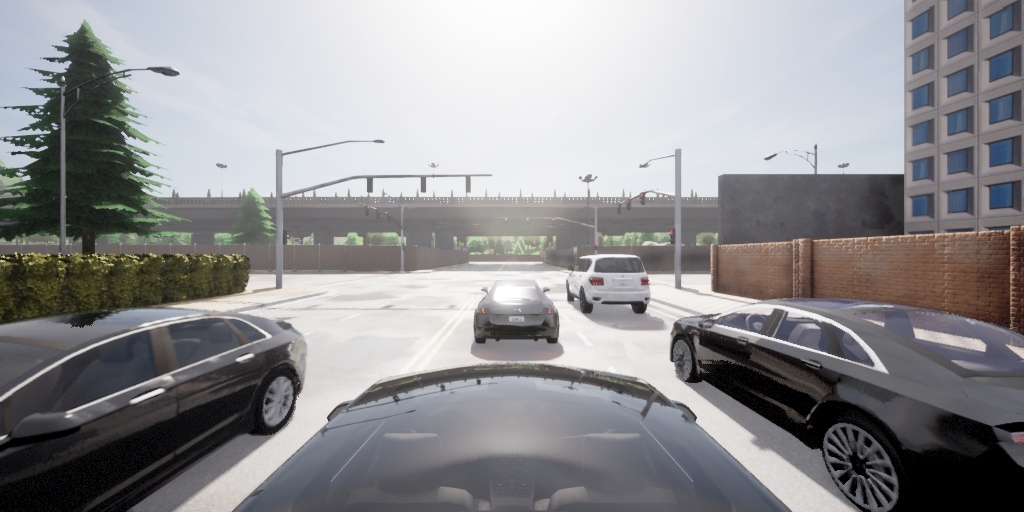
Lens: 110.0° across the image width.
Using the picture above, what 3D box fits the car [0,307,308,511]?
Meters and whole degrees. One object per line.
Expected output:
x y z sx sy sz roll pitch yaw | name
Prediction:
-3.572 1.256 2.715 1.837 1.490 4.892 0 0 0 | car

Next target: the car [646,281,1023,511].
3.597 1.239 4.194 2.128 1.511 4.902 0 0 0 | car

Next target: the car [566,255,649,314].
3.499 0.971 13.998 2.150 2.045 5.566 0 0 0 | car

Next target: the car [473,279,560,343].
0.099 1.314 9.655 1.994 1.385 4.181 0 0 0 | car
